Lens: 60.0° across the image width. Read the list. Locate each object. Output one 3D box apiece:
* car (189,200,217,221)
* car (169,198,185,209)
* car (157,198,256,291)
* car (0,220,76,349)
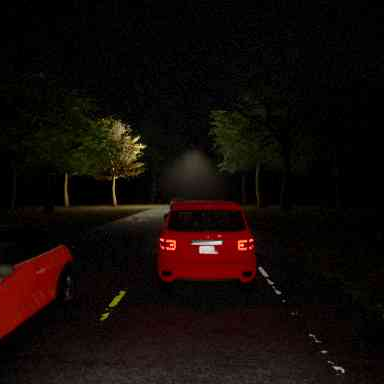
[{"bbox_3d":[0.892,1.512,28.173,2.128,1.511,4.902,0,0,1],"label":"car"},{"bbox_3d":[-2.135,1.677,48.573,1.882,1.535,5.008,0,-1,2],"label":"car"},{"bbox_3d":[0.351,1.227,9.199,2.150,2.045,5.566,0,0,1],"label":"car"},{"bbox_3d":[-3.477,1.355,4.927,2.097,1.767,4.553,0,0,2],"label":"car"}]
